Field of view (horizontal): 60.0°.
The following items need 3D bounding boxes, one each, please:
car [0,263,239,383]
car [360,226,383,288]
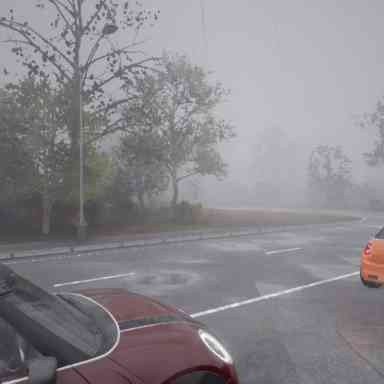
[{"bbox_3d":[-1.777,1.352,2.444,4.553,1.767,2.097,0,0,-36],"label":"car"},{"bbox_3d":[6.089,1.352,7.997,4.553,1.767,2.097,0,0,-35],"label":"car"}]
